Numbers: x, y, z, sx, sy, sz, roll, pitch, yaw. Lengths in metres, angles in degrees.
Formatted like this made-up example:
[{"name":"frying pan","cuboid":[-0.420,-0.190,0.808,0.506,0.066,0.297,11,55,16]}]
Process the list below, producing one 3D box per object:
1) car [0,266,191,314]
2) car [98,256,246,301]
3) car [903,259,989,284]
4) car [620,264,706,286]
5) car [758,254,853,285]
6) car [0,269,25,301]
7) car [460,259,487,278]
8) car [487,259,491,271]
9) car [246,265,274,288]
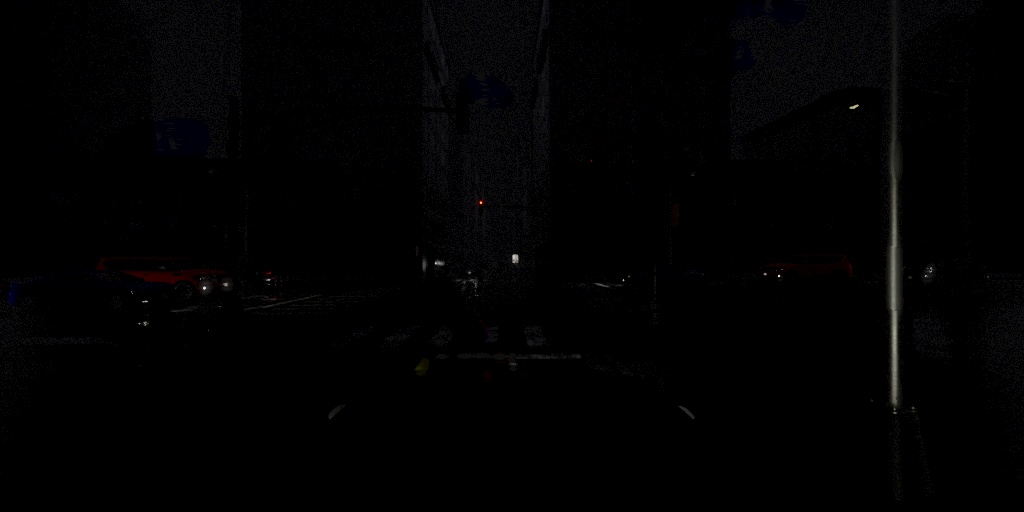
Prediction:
[{"name":"car","cuboid":[-15.784,1.281,13.733,5.008,1.535,1.882,0,0,-2]},{"name":"car","cuboid":[-16.343,1.027,16.968,5.566,2.045,2.150,0,0,-2]},{"name":"car","cuboid":[30.086,0.981,25.070,4.553,1.767,2.097,0,0,-2]},{"name":"car","cuboid":[10.235,1.243,24.477,5.357,1.411,2.033,0,0,-2]},{"name":"car","cuboid":[20.193,0.883,24.778,5.566,2.045,2.150,0,0,-2]},{"name":"car","cuboid":[-26.265,1.368,16.663,4.674,1.442,1.812,0,0,-1]},{"name":"car","cuboid":[-3.869,1.257,34.528,2.128,1.511,4.902,0,0,-2]},{"name":"car","cuboid":[-4.332,1.384,51.230,1.895,1.301,4.718,0,0,-2]},{"name":"car","cuboid":[-18.394,1.317,23.518,4.892,1.490,1.837,0,0,-1]}]
